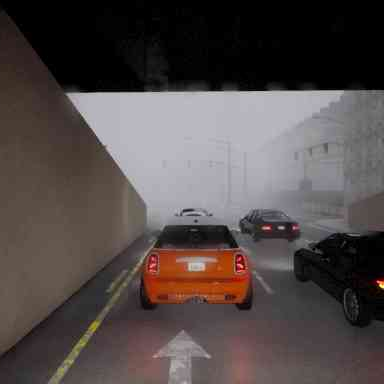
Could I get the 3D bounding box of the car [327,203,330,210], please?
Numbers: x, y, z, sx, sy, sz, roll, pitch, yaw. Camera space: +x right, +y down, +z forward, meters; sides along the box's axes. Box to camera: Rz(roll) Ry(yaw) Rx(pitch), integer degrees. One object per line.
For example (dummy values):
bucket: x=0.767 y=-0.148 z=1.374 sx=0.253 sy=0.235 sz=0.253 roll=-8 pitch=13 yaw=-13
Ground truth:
car: x=17.522 y=1.453 z=38.907 sx=2.038 sy=1.542 sz=4.974 roll=0 pitch=0 yaw=45

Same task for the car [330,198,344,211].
car: x=17.419 y=1.453 z=34.300 sx=2.038 sy=1.542 sz=4.974 roll=0 pitch=0 yaw=-35

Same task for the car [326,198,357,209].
car: x=17.558 y=1.295 z=38.944 sx=1.853 sy=1.218 sz=4.536 roll=0 pitch=0 yaw=45

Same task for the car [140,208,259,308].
car: x=0.086 y=1.352 z=8.057 sx=2.097 sy=1.767 sz=4.553 roll=0 pitch=0 yaw=0

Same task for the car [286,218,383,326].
car: x=3.584 y=1.526 z=6.914 sx=1.812 sy=1.442 sz=4.674 roll=0 pitch=0 yaw=0

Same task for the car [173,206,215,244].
car: x=0.093 y=1.526 z=16.735 sx=1.812 sy=1.442 sz=4.674 roll=0 pitch=0 yaw=0

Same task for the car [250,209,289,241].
car: x=3.626 y=1.547 z=16.406 sx=2.033 sy=1.411 sz=5.357 roll=0 pitch=0 yaw=-3
